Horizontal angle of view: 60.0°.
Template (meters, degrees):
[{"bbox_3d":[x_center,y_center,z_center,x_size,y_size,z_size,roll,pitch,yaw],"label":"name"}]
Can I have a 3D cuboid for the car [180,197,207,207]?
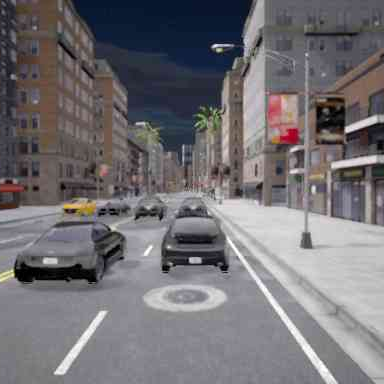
[{"bbox_3d":[0.099,1.184,26.340,2.097,1.767,4.553,0,0,0],"label":"car"}]

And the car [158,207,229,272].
[{"bbox_3d":[0.090,1.433,10.556,1.837,1.490,4.892,0,0,0],"label":"car"}]

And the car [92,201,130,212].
[{"bbox_3d":[-6.586,1.421,28.115,1.895,1.301,4.718,0,0,0],"label":"car"}]

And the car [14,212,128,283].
[{"bbox_3d":[-3.166,1.501,9.471,1.994,1.385,4.181,0,0,0],"label":"car"}]

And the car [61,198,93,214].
[{"bbox_3d":[-9.836,1.291,29.325,1.882,1.535,5.008,0,0,0],"label":"car"}]

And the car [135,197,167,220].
[{"bbox_3d":[-3.151,1.184,26.342,2.097,1.767,4.553,0,0,0],"label":"car"}]
